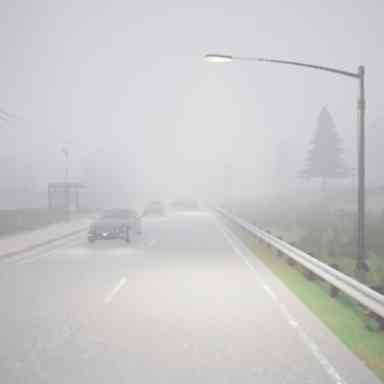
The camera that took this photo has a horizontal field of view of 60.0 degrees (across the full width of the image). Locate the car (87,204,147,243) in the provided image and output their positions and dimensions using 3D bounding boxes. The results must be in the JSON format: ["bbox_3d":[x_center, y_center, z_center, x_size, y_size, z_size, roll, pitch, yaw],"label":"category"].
[{"bbox_3d":[-3.592,1.510,16.154,1.837,1.490,4.892,0,0,0],"label":"car"}]

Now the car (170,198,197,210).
[{"bbox_3d":[-1.185,1.507,43.883,2.128,1.511,4.902,0,0,-32],"label":"car"}]

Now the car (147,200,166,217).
[{"bbox_3d":[-3.509,1.520,31.569,1.837,1.490,4.892,0,0,0],"label":"car"}]
